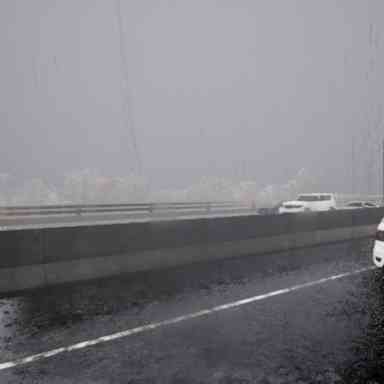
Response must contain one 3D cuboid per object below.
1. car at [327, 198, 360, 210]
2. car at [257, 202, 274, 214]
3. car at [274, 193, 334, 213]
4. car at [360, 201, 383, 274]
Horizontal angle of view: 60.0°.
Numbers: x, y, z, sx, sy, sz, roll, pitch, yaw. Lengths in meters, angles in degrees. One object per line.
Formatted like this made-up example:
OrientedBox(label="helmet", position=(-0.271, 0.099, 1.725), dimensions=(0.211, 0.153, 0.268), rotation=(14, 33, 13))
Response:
OrientedBox(label="car", position=(12.869, 1.432, 25.817), dimensions=(4.674, 1.442, 1.812), rotation=(0, 0, -35))
OrientedBox(label="car", position=(8.614, 1.454, 31.392), dimensions=(5.357, 1.411, 2.033), rotation=(0, 0, -35))
OrientedBox(label="car", position=(9.872, 1.131, 28.005), dimensions=(5.566, 2.045, 2.150), rotation=(0, 0, -35))
OrientedBox(label="car", position=(6.959, 1.180, 8.659), dimensions=(5.566, 2.045, 2.150), rotation=(0, 0, -35))
